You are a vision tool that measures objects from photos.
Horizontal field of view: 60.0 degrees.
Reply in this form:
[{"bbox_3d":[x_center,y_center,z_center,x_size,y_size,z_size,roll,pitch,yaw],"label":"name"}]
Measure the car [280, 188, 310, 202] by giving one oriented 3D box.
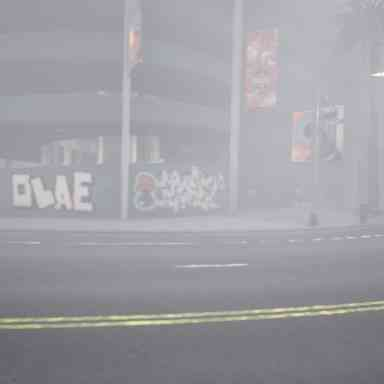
[{"bbox_3d":[14.547,0.414,46.947,5.566,2.045,2.435,0,2,-43],"label":"car"}]
